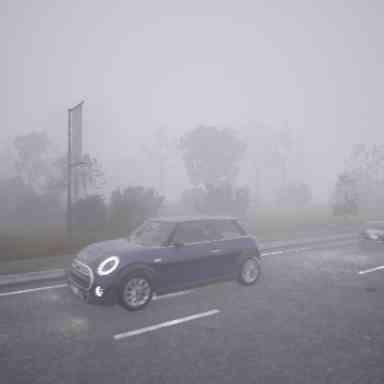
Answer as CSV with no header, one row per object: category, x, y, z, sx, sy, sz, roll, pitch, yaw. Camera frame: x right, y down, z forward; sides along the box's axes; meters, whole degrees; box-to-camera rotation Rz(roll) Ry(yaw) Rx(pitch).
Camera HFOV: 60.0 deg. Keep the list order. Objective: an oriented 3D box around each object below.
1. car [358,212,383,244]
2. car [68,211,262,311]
car,9.431,1.583,15.027,4.902,1.511,2.128,0,0,-35
car,-0.489,1.381,7.945,4.553,1.767,2.097,0,0,-35
